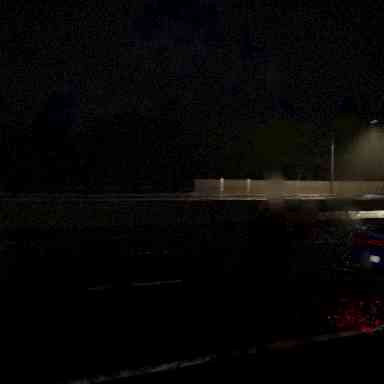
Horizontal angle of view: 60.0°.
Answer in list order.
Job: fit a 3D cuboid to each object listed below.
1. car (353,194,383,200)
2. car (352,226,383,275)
[{"bbox_3d":[24.302,0.985,44.710,5.357,1.411,2.033,0,1,-19],"label":"car"},{"bbox_3d":[6.486,1.378,8.425,5.008,1.535,1.882,0,1,-20],"label":"car"}]
